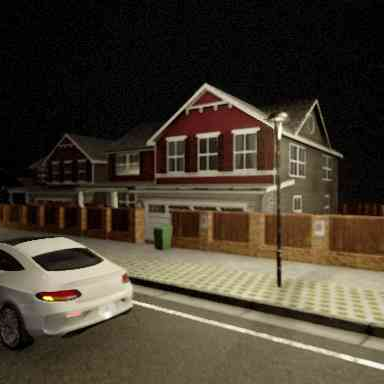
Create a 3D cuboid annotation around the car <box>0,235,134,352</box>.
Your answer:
[{"bbox_3d":[-3.120,1.554,6.195,4.674,1.442,1.812,0,0,35],"label":"car"}]
